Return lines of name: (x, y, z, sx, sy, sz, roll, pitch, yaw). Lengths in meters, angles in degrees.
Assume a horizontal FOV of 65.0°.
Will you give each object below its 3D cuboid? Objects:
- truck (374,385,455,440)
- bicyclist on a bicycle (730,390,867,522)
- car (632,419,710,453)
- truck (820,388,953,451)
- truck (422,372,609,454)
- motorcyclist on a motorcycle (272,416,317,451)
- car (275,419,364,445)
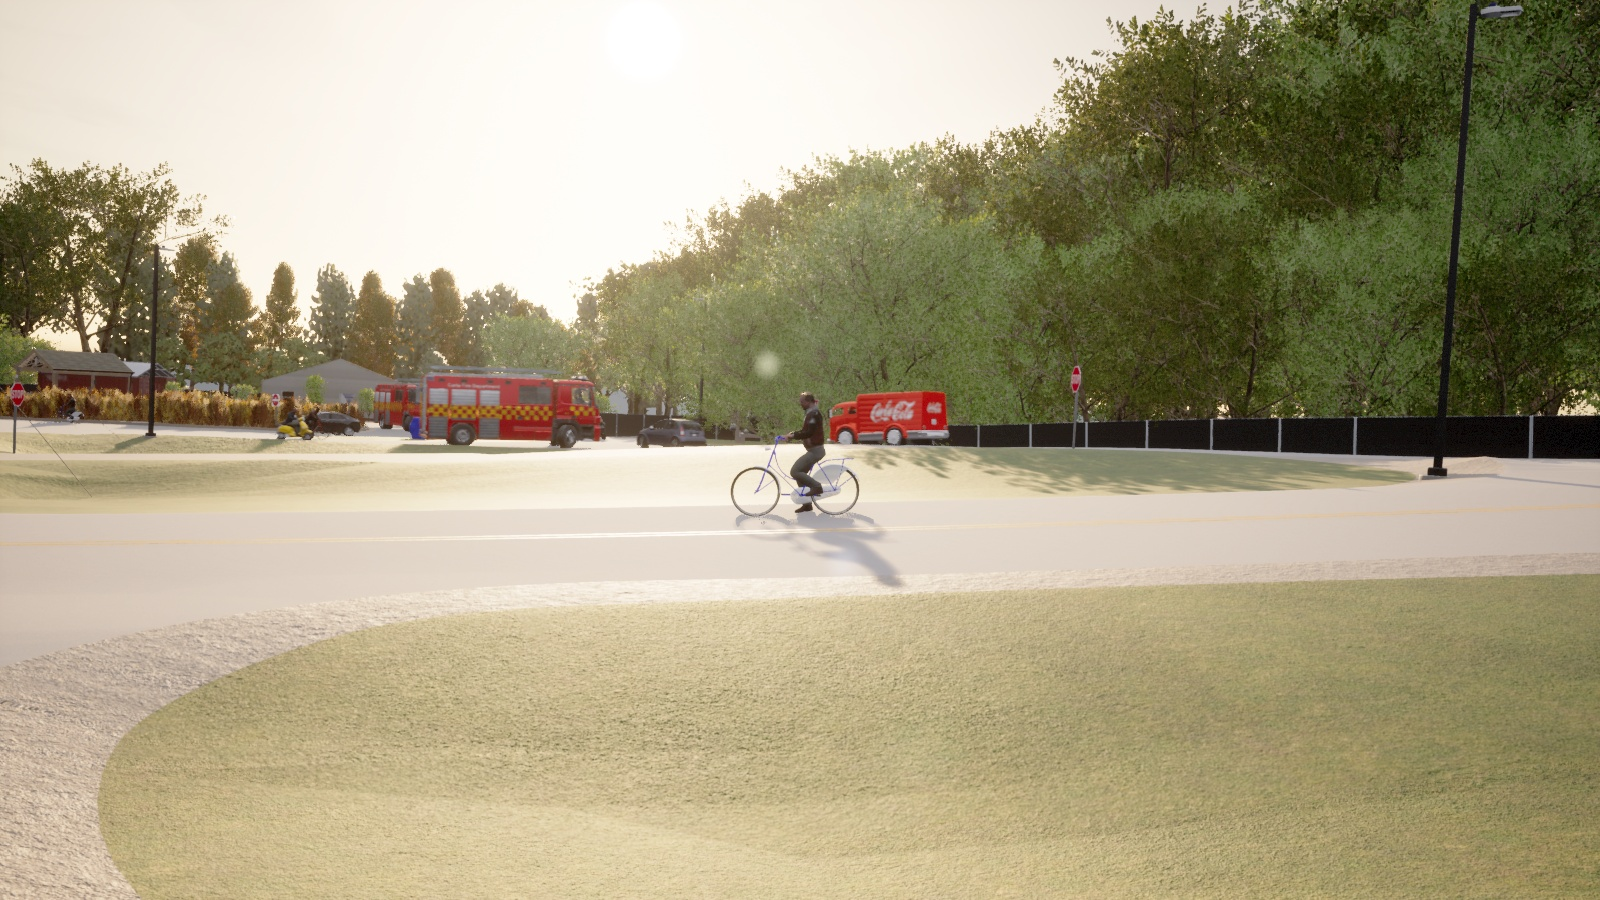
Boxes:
truck: (-28.310, -2.783, 91.958, 2.891, 3.827, 8.468, 0, 3, -38)
bicyclist on a bicycle: (-0.029, 0.070, 17.746, 1.843, 1.776, 0.659, -2, 3, -5)
car: (-6.639, -0.720, 64.265, 1.851, 1.617, 3.988, -1, 2, -45)
truck: (3.847, -1.330, 56.086, 5.204, 2.467, 2.627, -3, -1, 36)
truck: (-13.904, -1.806, 61.437, 8.468, 3.827, 2.891, 0, 3, -24)
motorcyclist on a motorcycle: (-24.052, -0.783, 59.769, 1.817, 1.590, 0.866, 1, 2, 6)
car: (-29.965, -1.107, 78.408, 1.837, 1.490, 4.892, 1, 0, 42)
